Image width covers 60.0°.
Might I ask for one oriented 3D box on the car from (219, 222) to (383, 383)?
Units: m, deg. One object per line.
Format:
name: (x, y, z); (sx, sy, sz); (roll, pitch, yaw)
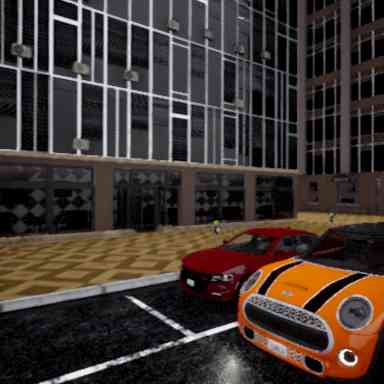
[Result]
car: (2.907, 1.338, 5.421); (4.553, 1.767, 2.097); (0, 0, -35)

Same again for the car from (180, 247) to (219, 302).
car: (1.807, 1.530, 7.854); (4.507, 1.381, 1.887); (0, 1, -36)
